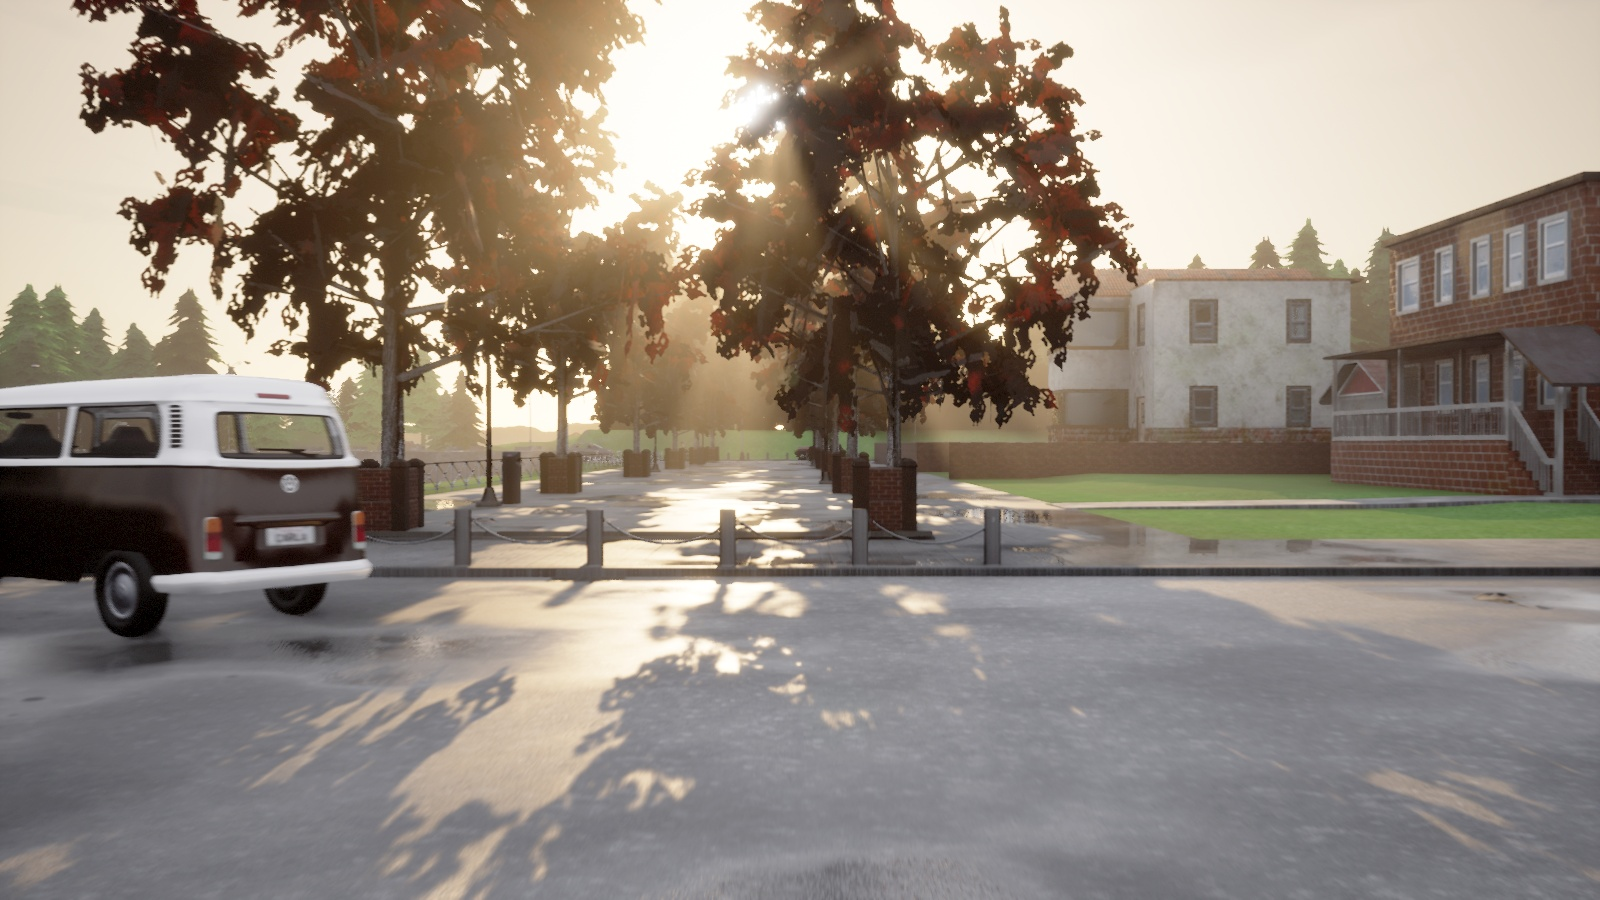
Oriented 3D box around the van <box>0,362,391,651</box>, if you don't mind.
[{"bbox_3d":[-5.942,0.403,10.873,4.480,2.038,2.069,0,0,30],"label":"van"}]
